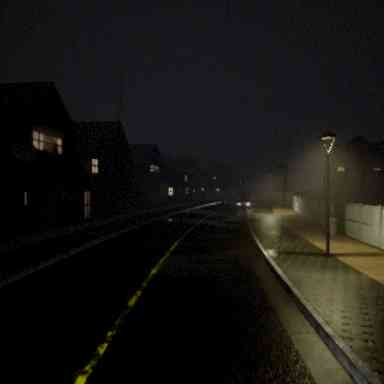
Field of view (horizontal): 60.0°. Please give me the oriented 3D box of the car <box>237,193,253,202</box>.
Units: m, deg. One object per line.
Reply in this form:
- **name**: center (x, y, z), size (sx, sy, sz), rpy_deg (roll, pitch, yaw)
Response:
- **car**: center (8.835, 0.895, 54.775), size (1.837, 1.490, 4.892), rpy_deg (0, 1, 21)

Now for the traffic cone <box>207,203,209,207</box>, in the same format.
- **traffic cone**: center (1.999, 1.556, 41.307), size (0.340, 0.580, 0.340), rpy_deg (0, 1, 16)

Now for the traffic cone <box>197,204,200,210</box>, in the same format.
- **traffic cone**: center (0.707, 1.625, 36.397), size (0.340, 0.580, 0.340), rpy_deg (0, 1, 14)
